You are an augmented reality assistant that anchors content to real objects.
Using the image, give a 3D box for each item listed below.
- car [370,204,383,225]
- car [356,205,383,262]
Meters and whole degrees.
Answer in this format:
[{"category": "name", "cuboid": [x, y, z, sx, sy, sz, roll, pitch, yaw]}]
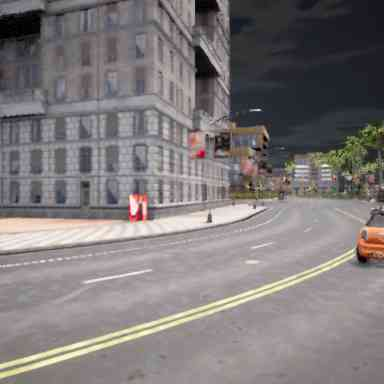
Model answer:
[{"category": "car", "cuboid": [15.108, 1.664, 25.573, 1.895, 1.301, 4.718, 0, 0, 21]}, {"category": "car", "cuboid": [7.271, 1.383, 11.455, 2.097, 1.767, 4.553, 0, 0, 39]}]
